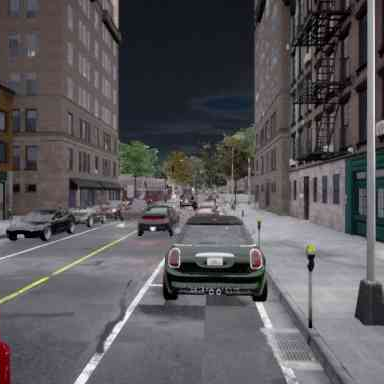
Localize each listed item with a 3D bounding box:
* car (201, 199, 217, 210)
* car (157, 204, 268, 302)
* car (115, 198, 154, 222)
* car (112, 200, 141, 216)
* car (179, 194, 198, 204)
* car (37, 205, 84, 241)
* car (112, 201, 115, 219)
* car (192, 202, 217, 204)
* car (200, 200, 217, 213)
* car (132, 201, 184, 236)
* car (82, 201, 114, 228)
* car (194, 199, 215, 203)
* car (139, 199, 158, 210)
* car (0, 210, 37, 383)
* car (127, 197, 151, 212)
[{"bbox_3d":[2.268,1.582,43.778,1.947,1.339,4.313,0,0,3],"label":"car"},{"bbox_3d":[0.563,1.352,8.491,2.097,1.767,4.553,0,0,3],"label":"car"},{"bbox_3d":[-4.234,1.355,26.496,2.097,1.767,4.553,0,0,3],"label":"car"},{"bbox_3d":[-6.396,1.532,33.054,1.752,1.417,4.829,0,0,3],"label":"car"},{"bbox_3d":[-0.411,1.237,43.612,2.150,2.045,5.566,0,0,5],"label":"car"},{"bbox_3d":[-7.348,1.565,16.696,1.947,1.339,4.313,0,0,3],"label":"car"},{"bbox_3d":[-6.707,1.443,27.715,1.967,1.590,4.097,0,0,3],"label":"car"},{"bbox_3d":[0.984,1.583,21.742,1.802,1.307,4.206,0,0,3],"label":"car"},{"bbox_3d":[1.947,1.594,38.269,1.802,1.307,4.206,0,0,3],"label":"car"},{"bbox_3d":[-1.745,1.506,18.508,1.837,1.490,4.892,0,0,3],"label":"car"},{"bbox_3d":[-7.027,1.551,22.205,2.008,1.369,4.403,0,0,3],"label":"car"},{"bbox_3d":[1.315,1.530,27.421,1.752,1.417,4.829,0,0,3],"label":"car"},{"bbox_3d":[-5.744,1.597,44.244,1.802,1.307,4.206,0,0,3],"label":"car"},{"bbox_3d":[-2.791,1.221,0.576,2.150,2.045,5.566,0,0,3],"label":"car"},{"bbox_3d":[-6.065,1.451,38.734,1.967,1.590,4.097,0,0,3],"label":"car"}]
